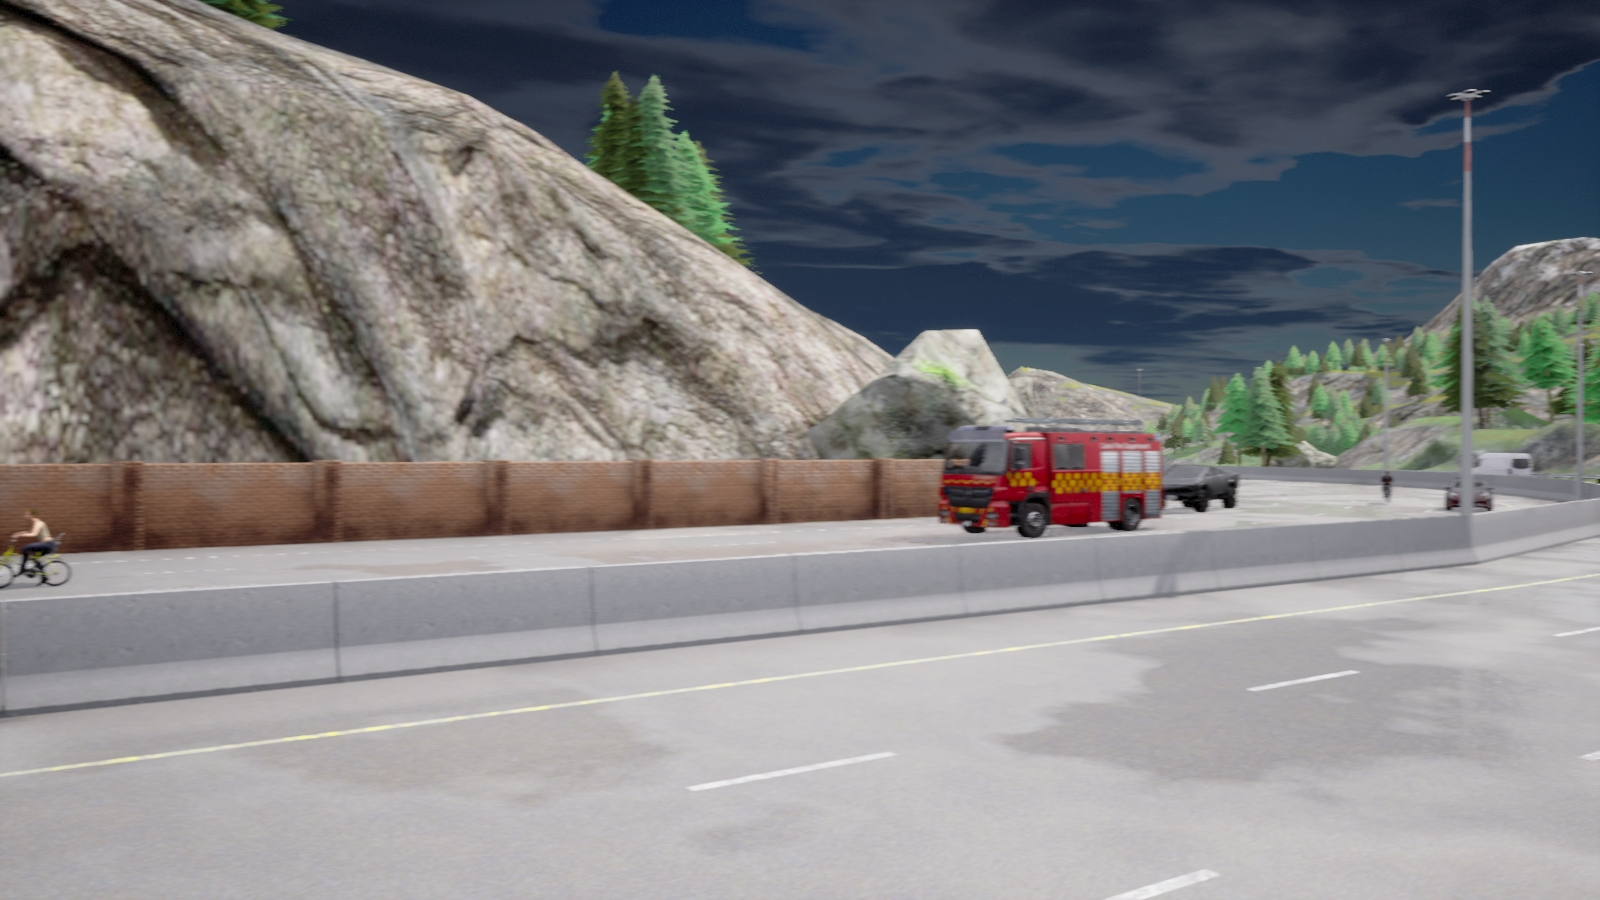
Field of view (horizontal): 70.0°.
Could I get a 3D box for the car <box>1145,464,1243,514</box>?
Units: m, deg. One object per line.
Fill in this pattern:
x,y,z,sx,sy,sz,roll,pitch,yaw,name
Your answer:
18.293,1.738,52.842,2.390,2.098,6.274,0,0,38,car

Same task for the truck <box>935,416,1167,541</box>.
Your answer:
8.619,0.872,38.604,8.468,3.827,2.891,0,0,-38,truck

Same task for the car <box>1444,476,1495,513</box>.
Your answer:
31.329,2.041,53.511,2.007,1.525,4.514,0,0,30,car
